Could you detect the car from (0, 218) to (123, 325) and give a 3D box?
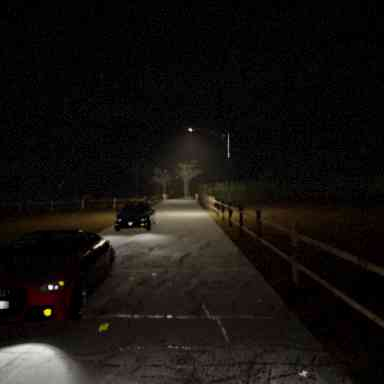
[{"bbox_3d":[-2.943,1.510,7.049,1.994,1.385,4.181,-1,1,-1],"label":"car"}]

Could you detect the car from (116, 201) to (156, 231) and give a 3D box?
[{"bbox_3d":[-3.138,1.337,19.137,1.837,1.490,4.892,-1,0,-1],"label":"car"}]
